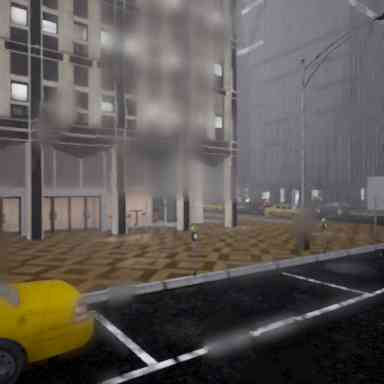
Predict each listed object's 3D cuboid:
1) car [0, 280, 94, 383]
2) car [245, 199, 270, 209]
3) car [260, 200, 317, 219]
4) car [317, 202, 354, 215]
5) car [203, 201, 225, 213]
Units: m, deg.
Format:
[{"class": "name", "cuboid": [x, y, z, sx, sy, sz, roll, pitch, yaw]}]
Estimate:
[{"class": "car", "cuboid": [-3.590, 1.516, 3.553, 4.829, 1.417, 1.752, 1, -1, -35]}, {"class": "car", "cuboid": [9.207, 1.653, 46.103, 1.967, 1.590, 4.097, 0, 0, -36]}, {"class": "car", "cuboid": [9.213, 1.799, 32.230, 1.752, 1.417, 4.829, 0, 0, -36]}, {"class": "car", "cuboid": [15.734, 1.781, 37.105, 2.008, 1.369, 4.403, 0, 0, -36]}, {"class": "car", "cuboid": [2.802, 1.780, 41.311, 1.752, 1.417, 4.829, 0, 0, -36]}]
